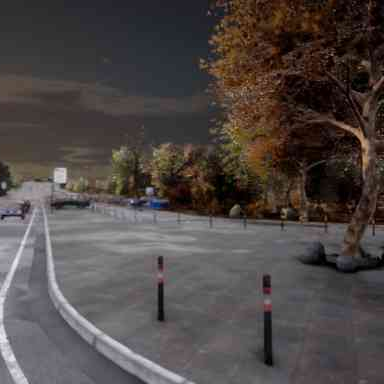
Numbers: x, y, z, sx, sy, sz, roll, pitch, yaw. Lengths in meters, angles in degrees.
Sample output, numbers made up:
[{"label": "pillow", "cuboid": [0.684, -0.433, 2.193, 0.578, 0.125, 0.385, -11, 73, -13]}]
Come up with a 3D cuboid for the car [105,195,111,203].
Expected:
[{"label": "car", "cuboid": [-16.237, 1.986, 74.930, 5.008, 1.535, 2.097, 1, -1, -25]}]

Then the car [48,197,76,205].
[{"label": "car", "cuboid": [-25.144, 1.774, 64.269, 4.792, 1.488, 2.163, 1, -1, -25]}]

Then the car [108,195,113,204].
[{"label": "car", "cuboid": [-14.959, 2.015, 72.273, 4.792, 1.488, 2.163, 1, -1, -25]}]

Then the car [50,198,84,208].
[{"label": "car", "cuboid": [-20.305, 1.737, 54.055, 5.008, 1.535, 2.097, 1, -1, -25]}]

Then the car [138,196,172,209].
[{"label": "car", "cuboid": [-5.405, 1.825, 51.794, 4.553, 1.767, 2.185, 1, 0, -25]}]

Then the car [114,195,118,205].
[{"label": "car", "cuboid": [-12.583, 1.982, 67.150, 5.008, 1.535, 2.097, 1, -1, -25]}]

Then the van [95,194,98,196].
[{"label": "van", "cuboid": [-23.297, 1.771, 90.195, 4.442, 1.987, 1.878, 1, -1, -25]}]

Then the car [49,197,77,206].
[{"label": "car", "cuboid": [-23.911, 1.784, 61.726, 4.674, 1.452, 2.002, 1, -1, -25]}]

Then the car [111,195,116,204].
[{"label": "car", "cuboid": [-13.786, 1.983, 69.704, 5.008, 1.535, 2.097, 1, -1, -25]}]

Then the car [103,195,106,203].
[{"label": "car", "cuboid": [-17.449, 1.987, 77.480, 5.008, 1.535, 2.097, 1, -1, -25]}]

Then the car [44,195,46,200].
[{"label": "car", "cuboid": [-28.562, 1.750, 72.030, 5.366, 1.575, 1.946, 1, -1, -25]}]

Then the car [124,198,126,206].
[{"label": "car", "cuboid": [-8.959, 1.976, 59.493, 4.892, 1.521, 2.231, 1, -1, -25]}]

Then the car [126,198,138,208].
[{"label": "car", "cuboid": [-7.835, 1.719, 57.038, 5.566, 2.045, 2.435, 1, -1, -25]}]

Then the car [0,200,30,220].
[{"label": "car", "cuboid": [-16.327, 1.722, 30.486, 2.033, 1.411, 5.357, 1, -1, -24]}]

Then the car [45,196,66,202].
[{"label": "car", "cuboid": [-34.749, 1.796, 84.733, 4.674, 1.452, 2.002, 1, -1, -25]}]

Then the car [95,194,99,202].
[{"label": "car", "cuboid": [-22.198, 1.994, 87.590, 4.892, 1.521, 2.231, 1, -1, -25]}]

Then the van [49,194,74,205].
[{"label": "van", "cuboid": [-26.212, 1.523, 66.890, 4.442, 1.987, 1.878, 1, -1, -25]}]

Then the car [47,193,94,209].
[{"label": "car", "cuboid": [-17.913, 1.475, 48.934, 5.566, 2.045, 2.435, 1, -1, -25]}]

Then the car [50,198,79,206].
[{"label": "car", "cuboid": [-22.712, 1.782, 59.168, 4.674, 1.452, 2.002, 1, -1, -25]}]

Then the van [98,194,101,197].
[{"label": "van", "cuboid": [-20.892, 1.768, 85.082, 4.442, 1.987, 1.878, 1, 0, -25]}]

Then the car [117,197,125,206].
[{"label": "car", "cuboid": [-11.378, 1.982, 64.595, 4.892, 1.521, 2.231, 1, -1, -25]}]

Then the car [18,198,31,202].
[{"label": "car", "cuboid": [-20.827, 1.673, 40.137, 1.882, 1.535, 5.008, 1, -1, -25]}]

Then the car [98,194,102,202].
[{"label": "car", "cuboid": [-19.847, 1.990, 82.593, 5.008, 1.535, 2.097, 1, -1, -25]}]
